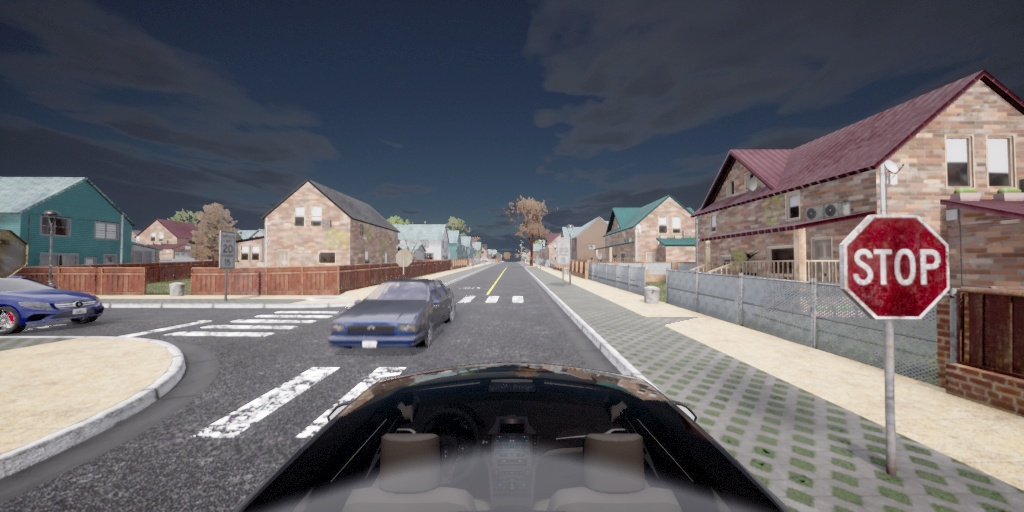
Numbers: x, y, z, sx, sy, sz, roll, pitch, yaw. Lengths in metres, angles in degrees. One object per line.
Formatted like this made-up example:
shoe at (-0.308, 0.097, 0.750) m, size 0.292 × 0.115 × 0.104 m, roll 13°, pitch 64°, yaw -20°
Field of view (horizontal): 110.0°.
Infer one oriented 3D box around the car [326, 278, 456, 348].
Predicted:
car at (-2.706, 1.306, 9.504) m, size 2.033 × 1.411 × 5.357 m, roll 0°, pitch 0°, yaw 0°

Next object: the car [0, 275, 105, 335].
car at (-13.877, 1.208, 9.503) m, size 4.674 × 1.442 × 1.812 m, roll 0°, pitch -1°, yaw -2°
